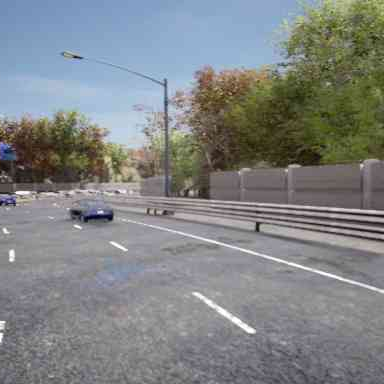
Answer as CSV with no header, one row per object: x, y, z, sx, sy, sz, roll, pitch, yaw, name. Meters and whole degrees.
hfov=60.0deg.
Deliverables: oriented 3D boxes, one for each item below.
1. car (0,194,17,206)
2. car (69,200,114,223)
-23.879,1.043,42.267,4.674,1.442,1.812,0,1,43,car
-6.878,1.222,22.492,1.994,1.385,4.181,-1,1,-35,car
